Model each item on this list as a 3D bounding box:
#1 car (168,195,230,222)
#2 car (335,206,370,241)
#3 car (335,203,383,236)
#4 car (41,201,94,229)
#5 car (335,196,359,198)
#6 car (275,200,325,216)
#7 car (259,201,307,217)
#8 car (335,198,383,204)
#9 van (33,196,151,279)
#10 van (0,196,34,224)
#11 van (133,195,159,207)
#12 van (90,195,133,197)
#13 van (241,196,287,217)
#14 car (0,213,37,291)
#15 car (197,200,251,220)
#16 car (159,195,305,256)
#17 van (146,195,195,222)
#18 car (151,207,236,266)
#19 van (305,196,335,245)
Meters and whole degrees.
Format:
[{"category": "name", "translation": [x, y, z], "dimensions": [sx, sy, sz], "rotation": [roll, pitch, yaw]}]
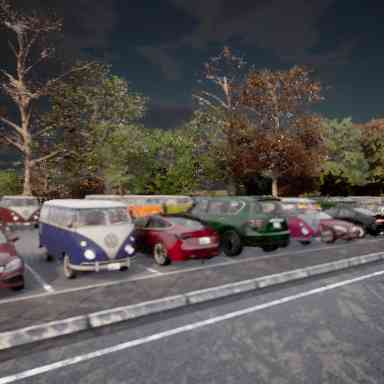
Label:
[{"category": "car", "translation": [0.483, 1.281, 28.615], "dimensions": [2.435, 2.045, 5.566], "rotation": [1, 0, -35]}, {"category": "car", "translation": [5.788, 1.541, 16.372], "dimensions": [2.002, 1.452, 4.674], "rotation": [1, 0, -35]}, {"category": "car", "translation": [8.053, 1.533, 17.977], "dimensions": [2.097, 1.535, 5.008], "rotation": [1, 0, -35]}, {"category": "car", "translation": [-8.444, 1.434, 22.293], "dimensions": [2.097, 1.535, 5.008], "rotation": [0, 0, -35]}, {"category": "car", "translation": [16.374, 1.503, 39.944], "dimensions": [2.435, 2.045, 5.566], "rotation": [1, 0, -35]}, {"category": "car", "translation": [11.846, 1.691, 36.744], "dimensions": [2.097, 1.535, 5.008], "rotation": [1, 0, -35]}, {"category": "car", "translation": [9.484, 1.698, 35.070], "dimensions": [2.002, 1.452, 4.674], "rotation": [1, 0, -35]}, {"category": "car", "translation": [10.330, 1.439, 19.569], "dimensions": [2.185, 1.767, 4.553], "rotation": [1, 0, -35]}, {"category": "van", "translation": [-3.169, 1.223, 9.841], "dimensions": [1.878, 1.987, 4.442], "rotation": [0, 0, -35]}, {"category": "van", "translation": [-10.630, 1.221, 20.585], "dimensions": [1.878, 1.987, 4.442], "rotation": [0, 0, -35]}, {"category": "van", "translation": [-4.011, 1.244, 25.590], "dimensions": [1.878, 1.987, 4.442], "rotation": [1, 0, -35]}, {"category": "van", "translation": [-6.240, 1.211, 23.715], "dimensions": [1.878, 1.987, 4.442], "rotation": [0, 0, -35]}, {"category": "van", "translation": [7.164, 1.401, 33.557], "dimensions": [1.878, 1.987, 4.442], "rotation": [1, 0, -35]}, {"category": "car", "translation": [-5.498, 1.502, 8.327], "dimensions": [2.002, 1.452, 4.674], "rotation": [0, 0, -35]}, {"category": "car", "translation": [2.824, 1.565, 30.312], "dimensions": [2.097, 1.535, 5.008], "rotation": [1, 0, -35]}, {"category": "car", "translation": [1.255, 1.186, 13.172], "dimensions": [2.435, 2.045, 5.566], "rotation": [1, 0, -35]}, {"category": "van", "translation": [-1.858, 1.274, 27.125], "dimensions": [1.878, 1.987, 4.442], "rotation": [1, 0, -35]}, {"category": "car", "translation": [-0.988, 1.465, 11.575], "dimensions": [2.163, 1.488, 4.792], "rotation": [0, 0, -35]}, {"category": "van", "translation": [3.599, 1.244, 14.665], "dimensions": [1.878, 1.987, 4.442], "rotation": [1, 0, -35]}]
